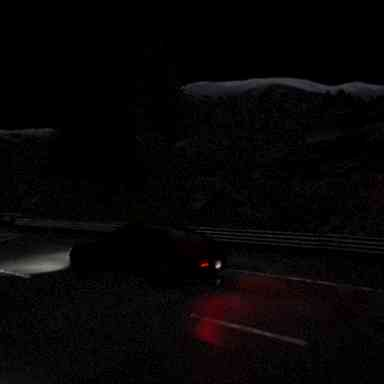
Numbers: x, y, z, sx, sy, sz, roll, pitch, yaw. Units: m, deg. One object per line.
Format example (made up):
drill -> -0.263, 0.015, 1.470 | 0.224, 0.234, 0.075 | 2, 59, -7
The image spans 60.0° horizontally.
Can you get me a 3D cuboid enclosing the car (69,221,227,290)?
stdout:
car -> -1.309, 1.522, 9.041 | 4.674, 1.442, 1.812 | 0, 0, 33
